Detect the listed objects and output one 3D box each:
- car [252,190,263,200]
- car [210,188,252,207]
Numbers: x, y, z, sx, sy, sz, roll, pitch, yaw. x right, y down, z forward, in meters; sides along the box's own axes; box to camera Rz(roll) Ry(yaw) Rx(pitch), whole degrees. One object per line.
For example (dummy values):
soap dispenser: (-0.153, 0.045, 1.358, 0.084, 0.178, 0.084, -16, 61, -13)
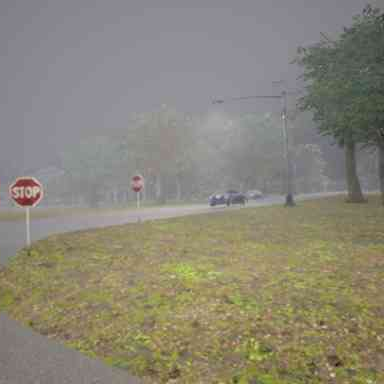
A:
car: (9.734, 0.446, 53.603, 2.097, 1.767, 4.553, -4, -1, 34)
car: (3.602, 0.492, 32.216, 2.097, 1.767, 4.553, -4, -1, 34)
